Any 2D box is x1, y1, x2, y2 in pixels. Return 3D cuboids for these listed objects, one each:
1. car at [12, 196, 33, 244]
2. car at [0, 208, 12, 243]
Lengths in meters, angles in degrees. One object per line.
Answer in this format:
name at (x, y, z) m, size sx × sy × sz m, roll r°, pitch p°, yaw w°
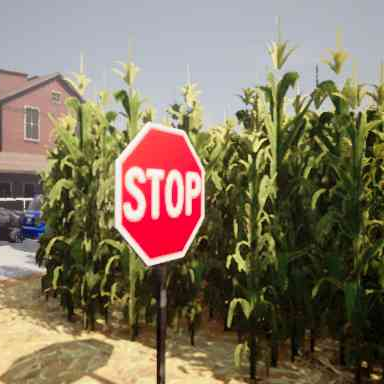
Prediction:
car at (-4.079, 1.103, 14.010) m, size 2.150 × 2.045 × 5.566 m, roll 1°, pitch 1°, yaw 42°
car at (-8.542, 1.355, 12.790) m, size 1.837 × 1.490 × 4.892 m, roll 1°, pitch 0°, yaw 36°
